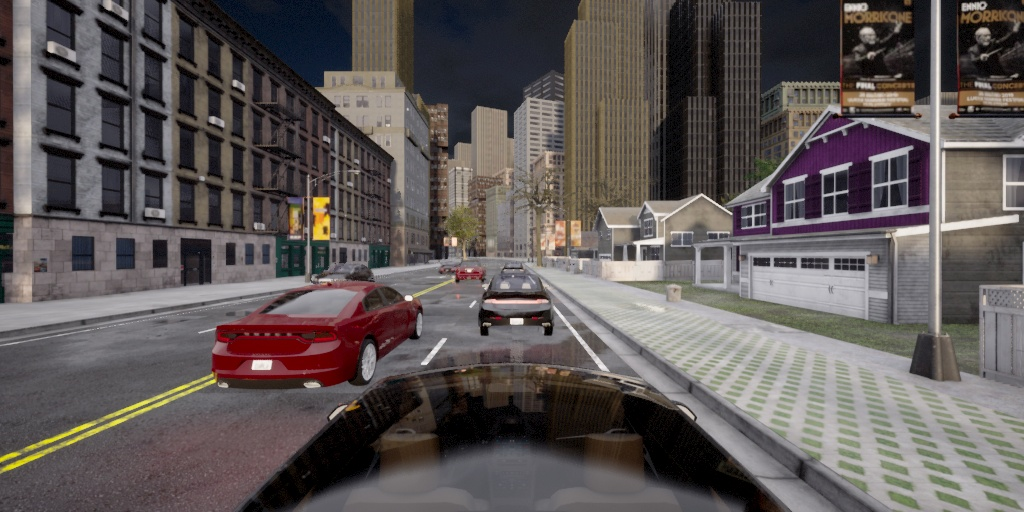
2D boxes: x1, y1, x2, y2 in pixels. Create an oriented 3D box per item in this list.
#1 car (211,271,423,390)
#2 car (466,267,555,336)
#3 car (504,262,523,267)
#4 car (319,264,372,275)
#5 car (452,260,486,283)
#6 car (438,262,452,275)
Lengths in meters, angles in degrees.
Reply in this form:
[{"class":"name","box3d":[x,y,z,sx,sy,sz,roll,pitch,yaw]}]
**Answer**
[{"class":"car","box3d":[-3.148,1.226,7.006,1.882,1.535,5.008,0,0,0]},{"class":"car","box3d":[0.106,1.239,10.381,2.128,1.511,4.902,0,0,0]},{"class":"car","box3d":[0.115,1.228,27.800,2.128,1.511,4.902,0,0,0]},{"class":"car","box3d":[-9.837,1.233,21.255,2.128,1.511,4.902,0,0,0]},{"class":"car","box3d":[-3.124,1.089,27.815,2.097,1.767,4.553,0,0,-2]},{"class":"car","box3d":[-6.571,1.290,38.381,1.994,1.385,4.181,0,0,0]}]
